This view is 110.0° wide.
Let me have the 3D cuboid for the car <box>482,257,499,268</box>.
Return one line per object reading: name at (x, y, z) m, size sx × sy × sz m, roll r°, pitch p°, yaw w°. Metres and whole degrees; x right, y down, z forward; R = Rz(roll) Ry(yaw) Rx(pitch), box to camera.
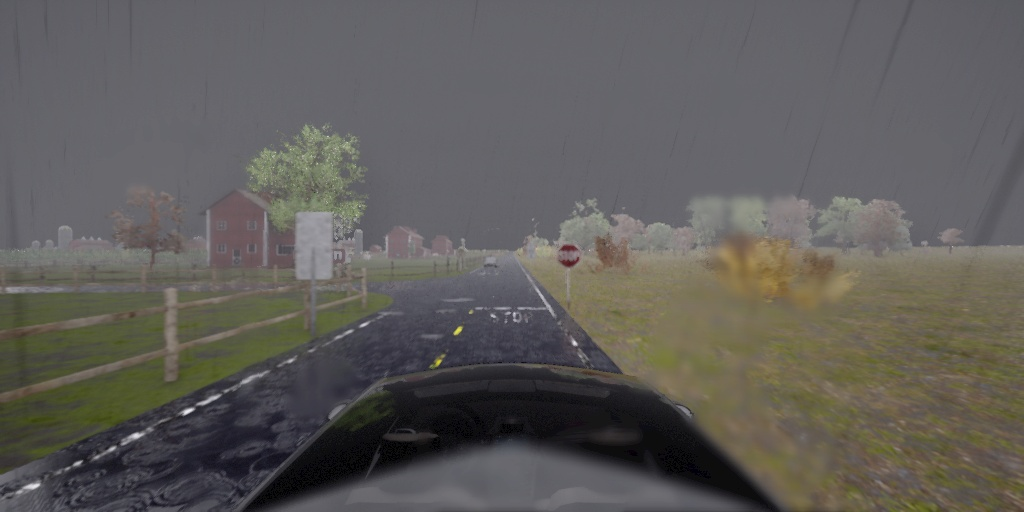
car at (-2.766, 0.843, 47.507) m, size 1.837 × 1.490 × 4.892 m, roll 0°, pitch 1°, yaw 0°
